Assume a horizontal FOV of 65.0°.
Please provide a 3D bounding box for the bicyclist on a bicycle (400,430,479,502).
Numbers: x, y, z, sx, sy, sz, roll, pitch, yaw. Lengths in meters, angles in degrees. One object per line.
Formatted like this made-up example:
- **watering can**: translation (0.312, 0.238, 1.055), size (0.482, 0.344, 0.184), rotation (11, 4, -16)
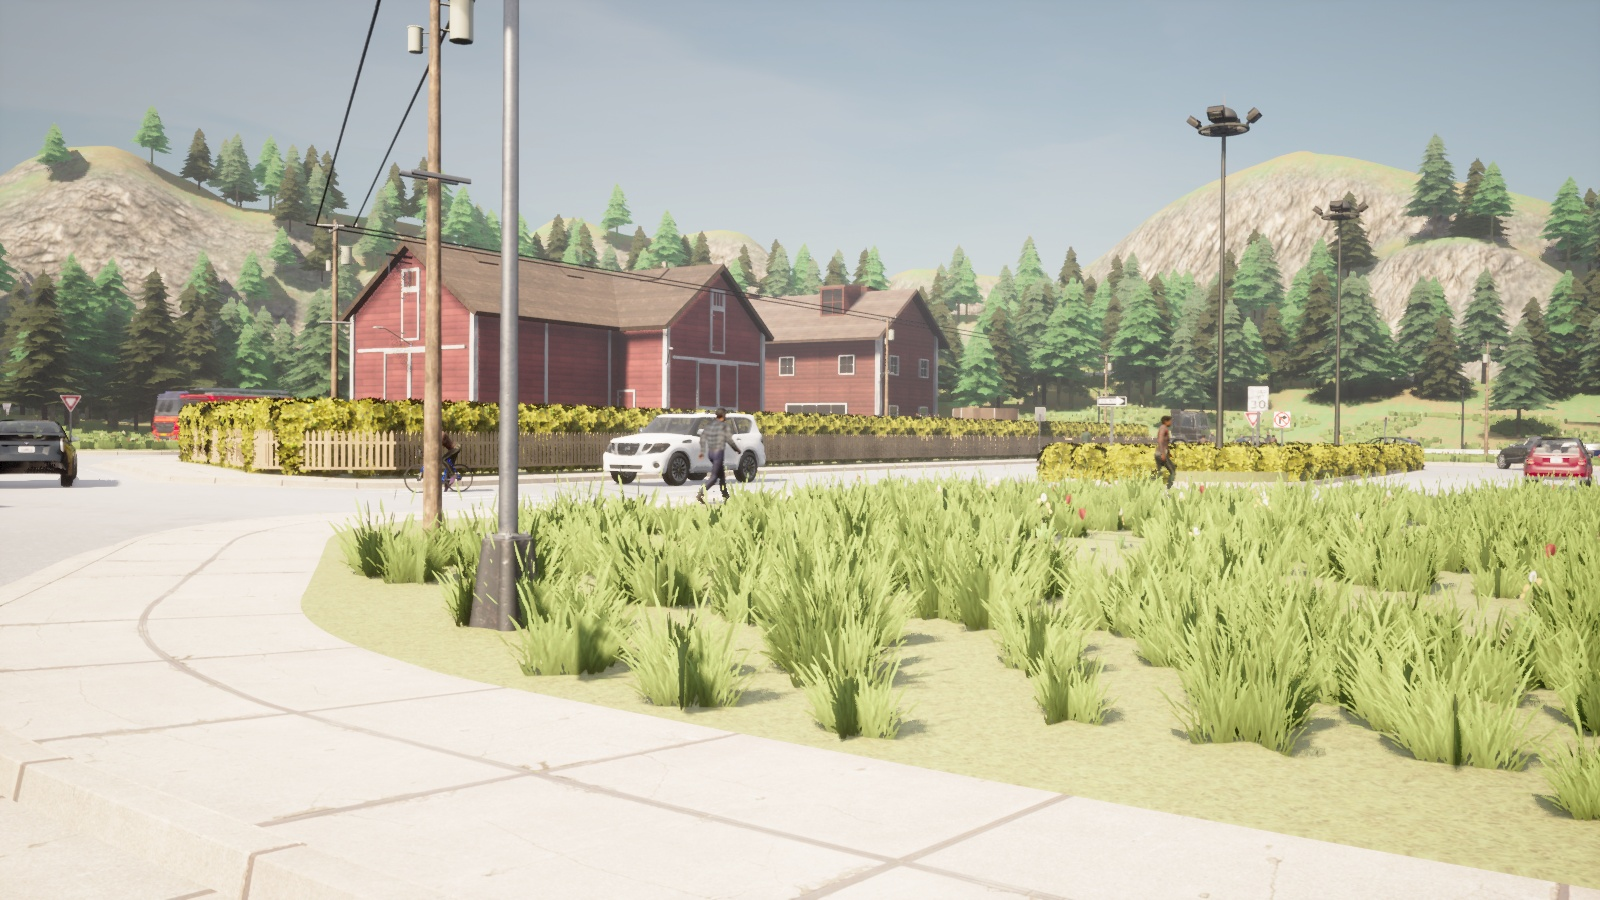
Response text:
- **bicyclist on a bicycle**: translation (-8.433, 0.358, 29.386), size (1.656, 1.620, 0.582), rotation (-1, 1, -36)

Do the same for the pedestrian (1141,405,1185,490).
- **pedestrian**: translation (7.837, -0.055, 27.122), size (0.869, 1.805, 0.328), rotation (0, 1, 4)

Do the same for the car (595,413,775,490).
- **car**: translation (-3.178, -0.014, 36.058), size (2.150, 2.045, 5.566), rotation (0, 1, 33)

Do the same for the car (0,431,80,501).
- **car**: translation (-18.101, 0.326, 29.532), size (2.007, 1.525, 4.514), rotation (-1, 1, -30)

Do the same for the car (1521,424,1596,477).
- **car**: translation (23.155, -0.022, 38.281), size (1.789, 1.549, 3.705), rotation (0, 1, 34)

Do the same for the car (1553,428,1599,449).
- **car**: translation (50.155, -0.701, 79.009), size (4.718, 1.301, 1.895), rotation (0, 1, 34)

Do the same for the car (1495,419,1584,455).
- **car**: translation (35.236, -0.628, 59.979), size (2.152, 1.651, 5.027), rotation (0, 1, 11)

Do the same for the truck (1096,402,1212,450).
- **truck**: translation (26.601, -1.782, 94.525), size (7.936, 3.462, 2.891), rotation (0, 1, 33)

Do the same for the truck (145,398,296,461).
- **truck**: translation (-36.979, -1.337, 80.454), size (2.891, 3.827, 8.468), rotation (0, 1, 34)

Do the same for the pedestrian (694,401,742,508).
- **pedestrian**: translation (-1.513, 0.081, 23.254), size (0.423, 1.949, 0.788), rotation (0, 1, 44)

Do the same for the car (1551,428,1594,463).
- **car**: translation (31.748, -0.206, 51.584), size (1.481, 1.376, 2.207), rotation (0, 1, 33)

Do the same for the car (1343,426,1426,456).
- **car**: translation (31.636, -0.505, 68.008), size (1.789, 1.549, 3.705), rotation (-1, 1, -43)
